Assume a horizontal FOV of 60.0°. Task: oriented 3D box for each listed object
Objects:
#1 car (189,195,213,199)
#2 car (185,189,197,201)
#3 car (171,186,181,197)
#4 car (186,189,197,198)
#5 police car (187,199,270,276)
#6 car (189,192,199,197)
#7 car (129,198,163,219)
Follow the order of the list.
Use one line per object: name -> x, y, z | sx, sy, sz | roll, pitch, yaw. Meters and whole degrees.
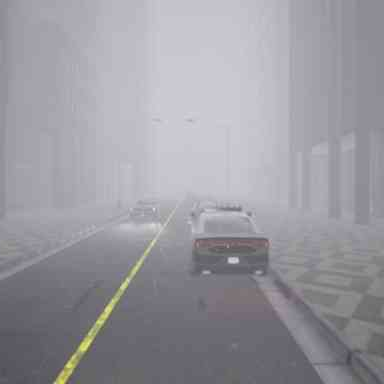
car -> 0.878, 1.116, 19.657 | 1.812, 1.442, 4.674 | 0, 1, 0
car -> -0.032, 0.542, 46.926 | 1.812, 1.442, 4.674 | 0, 1, 0
car -> -3.103, 0.131, 65.149 | 2.128, 1.511, 4.902 | 0, 1, 1
car -> -0.075, 0.196, 61.240 | 1.882, 1.535, 5.008 | 0, 1, 0
police car -> 0.890, 1.222, 9.766 | 1.930, 1.638, 5.238 | 0, 1, 0
car -> 0.870, 0.968, 25.657 | 1.837, 1.490, 4.892 | 0, 1, 0
car -> -3.128, 1.114, 23.295 | 1.895, 1.301, 4.718 | 0, 1, 0
